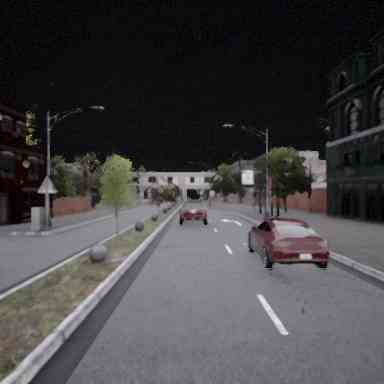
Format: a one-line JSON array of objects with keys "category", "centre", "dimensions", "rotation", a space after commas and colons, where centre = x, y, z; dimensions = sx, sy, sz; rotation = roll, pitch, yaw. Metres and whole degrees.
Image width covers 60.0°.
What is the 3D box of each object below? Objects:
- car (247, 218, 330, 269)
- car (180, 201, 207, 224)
[{"category": "car", "centre": [3.099, 1.612, 11.357], "dimensions": [1.812, 1.442, 4.674], "rotation": [0, 0, 0]}, {"category": "car", "centre": [0.098, 1.547, 27.161], "dimensions": [2.097, 1.767, 4.553], "rotation": [0, 0, 0]}]
